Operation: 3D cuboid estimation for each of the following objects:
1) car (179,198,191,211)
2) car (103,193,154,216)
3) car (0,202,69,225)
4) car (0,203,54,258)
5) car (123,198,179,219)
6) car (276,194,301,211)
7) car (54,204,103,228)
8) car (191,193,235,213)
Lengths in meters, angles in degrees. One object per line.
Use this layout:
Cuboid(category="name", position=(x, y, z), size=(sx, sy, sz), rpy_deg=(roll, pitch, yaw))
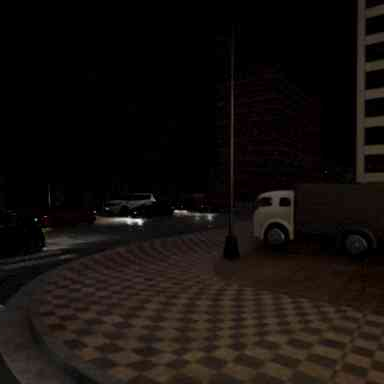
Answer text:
Cuboid(category="car", position=(0.048, 1.453, 39.338), size=(1.994, 1.385, 4.181), rpy_deg=(1, 0, 37))
Cuboid(category="car", position=(-5.783, 1.110, 31.263), size=(2.150, 2.045, 5.566), rpy_deg=(1, 0, 36))
Cuboid(category="car", position=(-11.224, 1.452, 23.659), size=(1.994, 1.385, 4.181), rpy_deg=(1, 0, 36))
Cuboid(category="car", position=(-6.822, 1.321, 10.639), size=(2.097, 1.767, 4.553), rpy_deg=(1, 0, 10))
Cuboid(category="car", position=(-3.424, 1.478, 28.532), size=(1.994, 1.385, 4.181), rpy_deg=(1, 0, 36))
Cuboid(category="car", position=(13.831, 1.463, 47.483), size=(1.812, 1.442, 4.674), rpy_deg=(1, 0, 26))
Cuboid(category="car", position=(-8.309, 1.478, 21.707), size=(1.994, 1.385, 4.181), rpy_deg=(1, 0, 34))
Cuboid(category="car", position=(2.693, 1.136, 37.039), size=(2.150, 2.045, 5.566), rpy_deg=(1, 0, 36))
